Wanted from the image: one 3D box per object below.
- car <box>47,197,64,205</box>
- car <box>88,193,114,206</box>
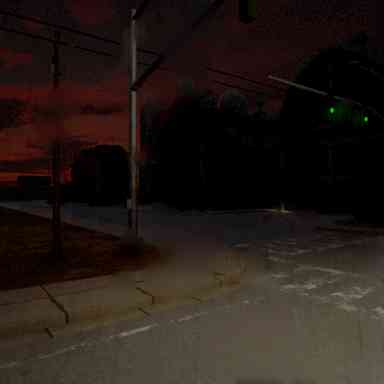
[{"bbox_3d":[-23.191,1.536,56.550,1.994,1.385,4.181,0,0,-36],"label":"car"},{"bbox_3d":[-13.764,1.118,50.617,3.866,1.878,1.905,-2,5,11],"label":"car"}]
